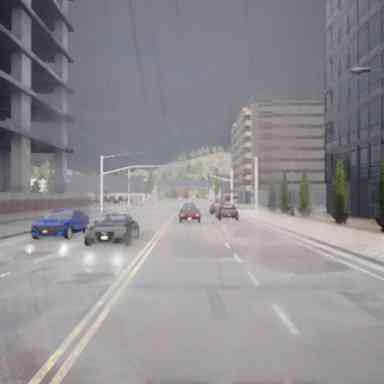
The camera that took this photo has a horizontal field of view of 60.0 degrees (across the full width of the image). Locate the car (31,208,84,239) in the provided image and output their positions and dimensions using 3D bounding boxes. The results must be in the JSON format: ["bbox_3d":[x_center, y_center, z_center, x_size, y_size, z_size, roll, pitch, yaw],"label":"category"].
[{"bbox_3d":[-7.270,1.712,18.889,1.882,1.535,5.008,0,-1,-1],"label":"car"}]

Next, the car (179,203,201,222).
[{"bbox_3d":[-0.186,1.966,29.795,1.895,1.301,4.718,0,-1,-1],"label":"car"}]

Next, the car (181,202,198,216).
[{"bbox_3d":[-0.306,2.047,40.837,2.033,1.411,5.357,0,-1,-1],"label":"car"}]

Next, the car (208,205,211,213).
[{"bbox_3d":[3.184,2.034,41.654,1.812,1.442,4.674,0,-1,0],"label":"car"}]

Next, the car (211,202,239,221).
[{"bbox_3d":[3.294,1.880,31.804,2.128,1.511,4.902,0,-1,-1],"label":"car"}]

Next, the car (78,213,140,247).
[{"bbox_3d":[-3.720,1.764,16.089,1.994,1.385,4.181,0,-1,0],"label":"car"}]
